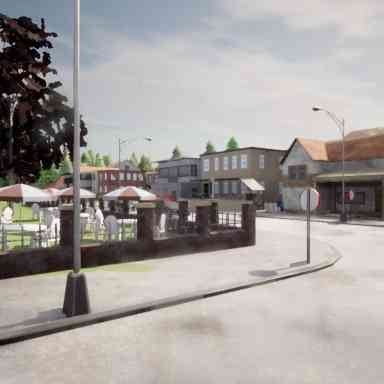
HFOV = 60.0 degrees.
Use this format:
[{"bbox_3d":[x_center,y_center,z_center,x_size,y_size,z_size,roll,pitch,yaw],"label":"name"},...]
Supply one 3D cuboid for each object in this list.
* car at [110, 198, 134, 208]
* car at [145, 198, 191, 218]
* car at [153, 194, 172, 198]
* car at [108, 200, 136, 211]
[{"bbox_3d":[-10.451,1.564,49.437,1.994,1.385,4.181,0,0,-35],"label":"car"},{"bbox_3d":[-2.296,1.547,30.745,2.033,1.411,5.357,0,0,-35],"label":"car"},{"bbox_3d":[-4.439,1.221,40.988,2.150,2.045,5.566,0,0,-35],"label":"car"},{"bbox_3d":[-8.307,1.491,39.208,2.128,1.511,4.902,0,0,-35],"label":"car"}]
